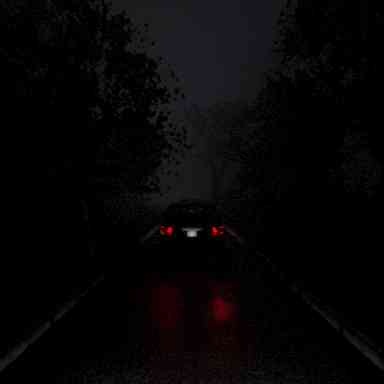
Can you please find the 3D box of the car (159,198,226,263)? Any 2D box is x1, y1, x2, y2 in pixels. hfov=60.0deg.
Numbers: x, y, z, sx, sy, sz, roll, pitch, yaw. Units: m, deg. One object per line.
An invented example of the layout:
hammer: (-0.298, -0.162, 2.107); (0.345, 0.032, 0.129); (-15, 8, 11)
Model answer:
car: (0.007, 1.354, 12.600); (2.150, 2.045, 5.566); (0, 0, 0)

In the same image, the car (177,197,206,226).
car: (-0.066, 1.505, 27.603); (2.150, 2.045, 5.566); (0, 0, 0)
